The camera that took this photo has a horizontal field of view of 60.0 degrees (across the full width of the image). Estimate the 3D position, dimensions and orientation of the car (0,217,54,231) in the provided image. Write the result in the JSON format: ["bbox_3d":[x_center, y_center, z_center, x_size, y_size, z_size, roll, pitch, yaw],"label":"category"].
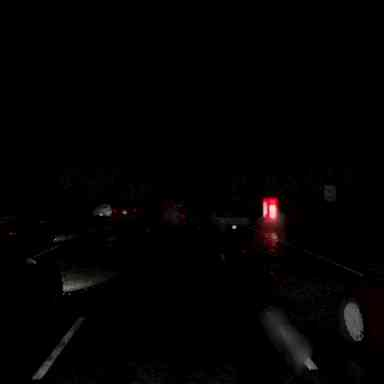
[{"bbox_3d":[-7.712,1.778,14.794,1.994,1.385,4.181,0,-1,-3],"label":"car"}]

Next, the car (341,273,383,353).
[{"bbox_3d":[3.403,1.500,3.398,1.882,1.535,5.008,0,-1,-2],"label":"car"}]

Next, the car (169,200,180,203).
[{"bbox_3d":[-2.246,1.850,42.196,2.097,1.767,4.553,0,-1,-3],"label":"car"}]

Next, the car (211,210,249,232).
[{"bbox_3d":[2.403,1.844,22.201,1.895,1.301,4.718,0,-1,-3],"label":"car"}]

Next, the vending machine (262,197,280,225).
[{"bbox_3d":[6.158,1.462,26.004,1.100,2.100,0.880,0,-1,-3],"label":"vending machine"}]

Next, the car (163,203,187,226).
[{"bbox_3d":[-1.362,1.864,26.747,2.033,1.411,5.357,0,-1,-3],"label":"car"}]

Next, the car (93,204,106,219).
[{"bbox_3d":[-8.782,1.965,33.889,1.812,1.442,4.674,0,-1,-3],"label":"car"}]

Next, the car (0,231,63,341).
[{"bbox_3d":[-3.778,1.651,5.640,1.994,1.385,4.181,0,-1,-2],"label":"car"}]

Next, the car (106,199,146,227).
[{"bbox_3d":[-4.803,1.544,25.585,2.150,2.045,5.566,0,-1,-3],"label":"car"}]
